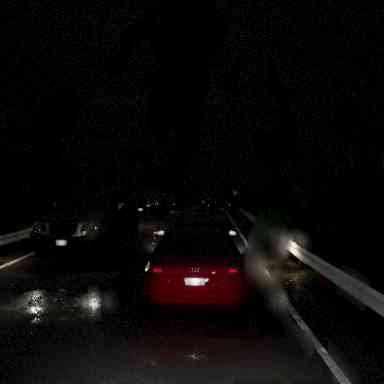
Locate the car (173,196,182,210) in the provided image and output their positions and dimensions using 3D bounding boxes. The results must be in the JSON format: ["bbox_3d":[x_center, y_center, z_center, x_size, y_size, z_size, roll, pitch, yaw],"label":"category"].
[{"bbox_3d":[-2.054,1.112,32.640,2.033,1.411,5.357,0,-2,5],"label":"car"}]

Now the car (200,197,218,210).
[{"bbox_3d":[1.986,1.324,38.657,1.812,1.442,4.674,0,-2,4],"label":"car"}]

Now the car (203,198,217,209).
[{"bbox_3d":[2.640,1.630,48.802,1.882,1.535,5.008,0,-2,2],"label":"car"}]

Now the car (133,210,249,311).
[{"bbox_3d":[0.101,1.393,7.633,1.994,1.385,4.181,0,3,1],"label":"car"}]

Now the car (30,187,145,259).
[{"bbox_3d":[-3.336,0.883,11.573,2.150,2.045,5.566,0,2,3],"label":"car"}]

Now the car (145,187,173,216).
[{"bbox_3d":[-2.813,0.647,22.046,2.150,2.045,5.566,0,0,4],"label":"car"}]
